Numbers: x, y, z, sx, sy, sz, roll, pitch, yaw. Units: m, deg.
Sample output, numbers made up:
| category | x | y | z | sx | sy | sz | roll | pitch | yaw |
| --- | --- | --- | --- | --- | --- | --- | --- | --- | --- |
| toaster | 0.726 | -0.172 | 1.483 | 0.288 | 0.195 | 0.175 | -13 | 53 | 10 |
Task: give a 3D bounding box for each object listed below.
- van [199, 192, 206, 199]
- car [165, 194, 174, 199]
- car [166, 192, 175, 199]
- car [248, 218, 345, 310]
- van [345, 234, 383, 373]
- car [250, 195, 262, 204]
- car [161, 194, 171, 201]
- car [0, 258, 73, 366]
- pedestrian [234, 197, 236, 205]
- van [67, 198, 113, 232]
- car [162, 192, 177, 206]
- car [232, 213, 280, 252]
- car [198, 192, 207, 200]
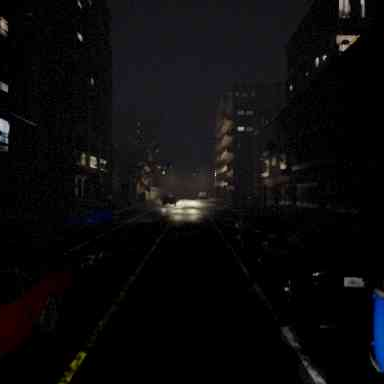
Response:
| category | x | y | z | sx | sy | sz | roll | pitch | yaw |
| --- | --- | --- | --- | --- | --- | --- | --- | --- | --- |
| van | 2.650 | 0.951 | 85.250 | 1.690 | 1.788 | 3.998 | 0 | 0 | 0 |
| car | -5.731 | 1.136 | 85.077 | 1.752 | 1.417 | 4.829 | 0 | 0 | 0 |
| car | -5.734 | 0.906 | 90.876 | 2.192 | 1.841 | 5.009 | 0 | 0 | 0 |
| car | 2.691 | 1.523 | 7.617 | 1.947 | 1.339 | 4.313 | 0 | 0 | 0 |
| van | 2.695 | 1.330 | 1.955 | 1.690 | 1.788 | 3.998 | 0 | 0 | 0 |
| car | 13.434 | 1.297 | 61.673 | 5.009 | 1.841 | 2.192 | 1 | -1 | -1 |
| car | -5.726 | 1.217 | 73.985 | 1.947 | 1.339 | 4.313 | 0 | 0 | 0 |
| car | -3.102 | 1.579 | 3.816 | 1.895 | 1.301 | 4.718 | 0 | 0 | 0 |
| pedestrian | 6.111 | 1.278 | 47.662 | 0.500 | 1.100 | 0.500 | 0 | 0 | 0 |
| van | -5.695 | 1.237 | 18.935 | 1.690 | 1.788 | 3.998 | 0 | 0 | 0 |
| car | -3.024 | 1.113 | 45.607 | 2.033 | 1.411 | 5.357 | 0 | 0 | 0 |
| car | 2.687 | 1.492 | 13.280 | 1.947 | 1.339 | 4.313 | 0 | 0 | 0 |
| car | 2.652 | 1.175 | 79.620 | 1.887 | 1.381 | 4.507 | 0 | 0 | 0 |
